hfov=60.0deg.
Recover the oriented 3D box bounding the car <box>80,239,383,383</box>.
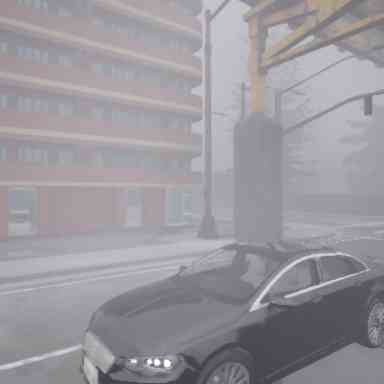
[{"bbox_3d":[1.008,1.494,4.681,4.902,1.511,2.128,0,0,-35],"label":"car"}]
